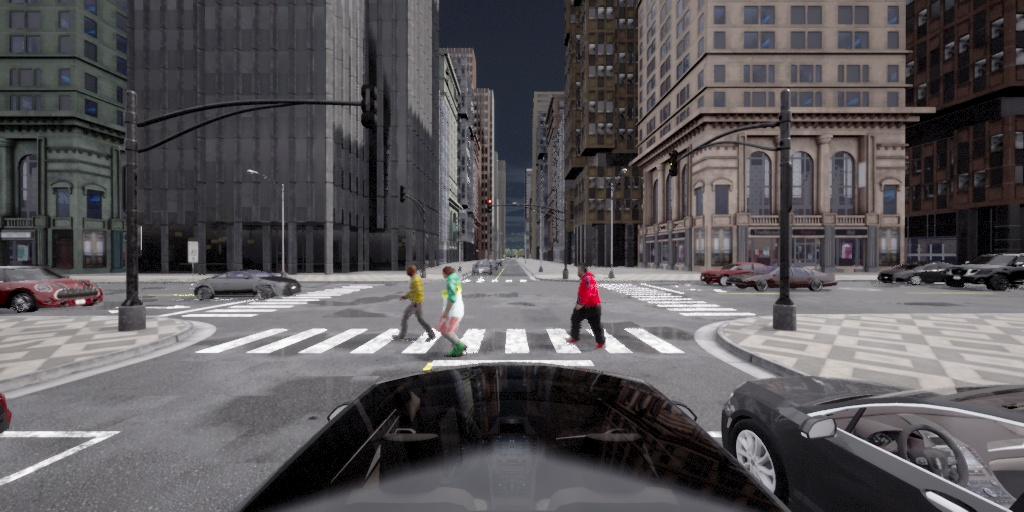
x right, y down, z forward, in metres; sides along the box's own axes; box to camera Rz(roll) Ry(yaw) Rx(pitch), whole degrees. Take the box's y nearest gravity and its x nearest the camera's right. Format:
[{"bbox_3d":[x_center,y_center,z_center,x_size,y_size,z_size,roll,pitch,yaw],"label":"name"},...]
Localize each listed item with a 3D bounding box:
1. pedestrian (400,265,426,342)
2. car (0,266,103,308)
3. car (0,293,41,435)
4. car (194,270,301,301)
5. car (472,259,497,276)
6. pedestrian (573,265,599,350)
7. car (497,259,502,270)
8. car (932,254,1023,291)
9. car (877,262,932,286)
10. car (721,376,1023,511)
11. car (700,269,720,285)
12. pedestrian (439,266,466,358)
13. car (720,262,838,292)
[{"bbox_3d":[-2.272,1.051,8.250,0.375,1.860,0.375,0,0,0],"label":"pedestrian"},{"bbox_3d":[-18.758,1.170,13.725,4.553,1.767,2.097,0,0,0],"label":"car"},{"bbox_3d":[-5.763,1.190,1.569,1.967,1.591,4.097,0,0,0],"label":"car"},{"bbox_3d":[-12.547,1.349,17.180,4.181,1.385,1.994,0,0,-3],"label":"car"},{"bbox_3d":[-2.942,1.242,36.906,2.128,1.511,4.902,0,0,0],"label":"car"},{"bbox_3d":[1.578,1.046,7.645,0.375,1.860,0.375,0,0,0],"label":"pedestrian"},{"bbox_3d":[-2.908,1.244,50.434,2.128,1.511,4.902,0,0,0],"label":"car"},{"bbox_3d":[28.085,0.883,20.352,5.566,2.045,2.150,0,0,1],"label":"car"},{"bbox_3d":[27.078,1.155,23.621,4.892,1.490,1.837,0,0,0],"label":"car"},{"bbox_3d":[2.762,1.300,1.564,2.007,1.370,4.403,0,0,0],"label":"car"},{"bbox_3d":[15.102,1.160,23.638,5.008,1.535,1.882,0,0,0],"label":"car"},{"bbox_3d":[-1.161,1.043,7.045,0.375,1.860,0.375,0,0,0],"label":"pedestrian"},{"bbox_3d":[15.254,1.243,20.390,5.357,1.411,2.033,0,0,0],"label":"car"}]
